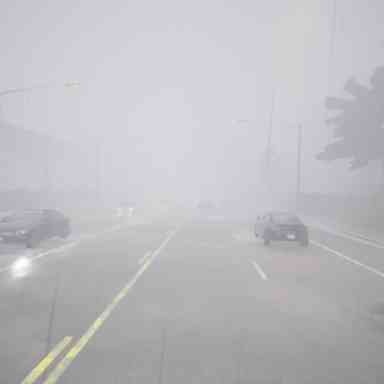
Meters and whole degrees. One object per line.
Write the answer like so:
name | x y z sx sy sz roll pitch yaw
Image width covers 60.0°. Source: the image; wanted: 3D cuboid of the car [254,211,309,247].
car | 4.104 1.626 15.709 1.812 1.442 4.674 1 0 3

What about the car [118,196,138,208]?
car | -8.703 1.323 45.669 1.812 1.442 4.674 1 0 3

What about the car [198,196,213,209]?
car | 1.929 1.619 46.765 1.994 1.385 4.181 1 0 3

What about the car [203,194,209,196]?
car | 3.802 1.214 88.689 2.033 1.411 5.357 1 0 3

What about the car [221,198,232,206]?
car | 5.951 1.670 57.449 2.033 1.411 5.357 1 0 3

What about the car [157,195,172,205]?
car | -4.676 1.242 56.587 2.097 1.767 4.553 1 0 3

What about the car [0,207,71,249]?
car | -6.665 1.384 13.995 1.812 1.442 4.674 1 0 3
